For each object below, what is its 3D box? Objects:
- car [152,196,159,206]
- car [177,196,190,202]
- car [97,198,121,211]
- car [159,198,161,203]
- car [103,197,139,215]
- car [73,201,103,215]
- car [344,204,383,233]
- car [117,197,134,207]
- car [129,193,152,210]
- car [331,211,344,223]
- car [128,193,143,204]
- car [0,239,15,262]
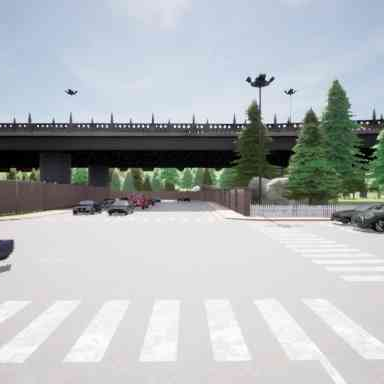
[{"bbox_3d":[-7.046,1.564,53.775,1.994,1.385,4.181,0,0,0],"label":"car"},{"bbox_3d":[-1.908,1.553,75.231,1.994,1.385,4.181,0,0,-19],"label":"car"},{"bbox_3d":[-10.544,1.526,42.585,1.812,1.442,4.674,0,0,0],"label":"car"},{"bbox_3d":[-7.391,1.548,67.970,2.033,1.411,5.357,0,0,-8],"label":"car"},{"bbox_3d":[-7.043,1.547,33.593,2.033,1.411,5.357,0,0,0],"label":"car"},{"bbox_3d":[-10.569,1.564,33.870,1.994,1.385,4.181,0,0,0],"label":"car"},{"bbox_3d":[11.481,1.297,18.704,4.553,1.767,2.097,0,0,2],"label":"car"},{"bbox_3d":[-10.540,1.526,52.765,1.812,1.442,4.674,0,0,0],"label":"car"},{"bbox_3d":[-7.045,1.221,43.767,2.150,2.045,5.566,0,0,0],"label":"car"},{"bbox_3d":[12.235,1.492,22.219,5.357,1.411,2.033,0,0,2],"label":"car"},{"bbox_3d":[-10.690,1.221,63.473,2.150,2.045,5.566,0,0,-3],"label":"car"},{"bbox_3d":[-6.724,1.598,7.902,1.895,1.301,4.718,0,0,14],"label":"car"}]
